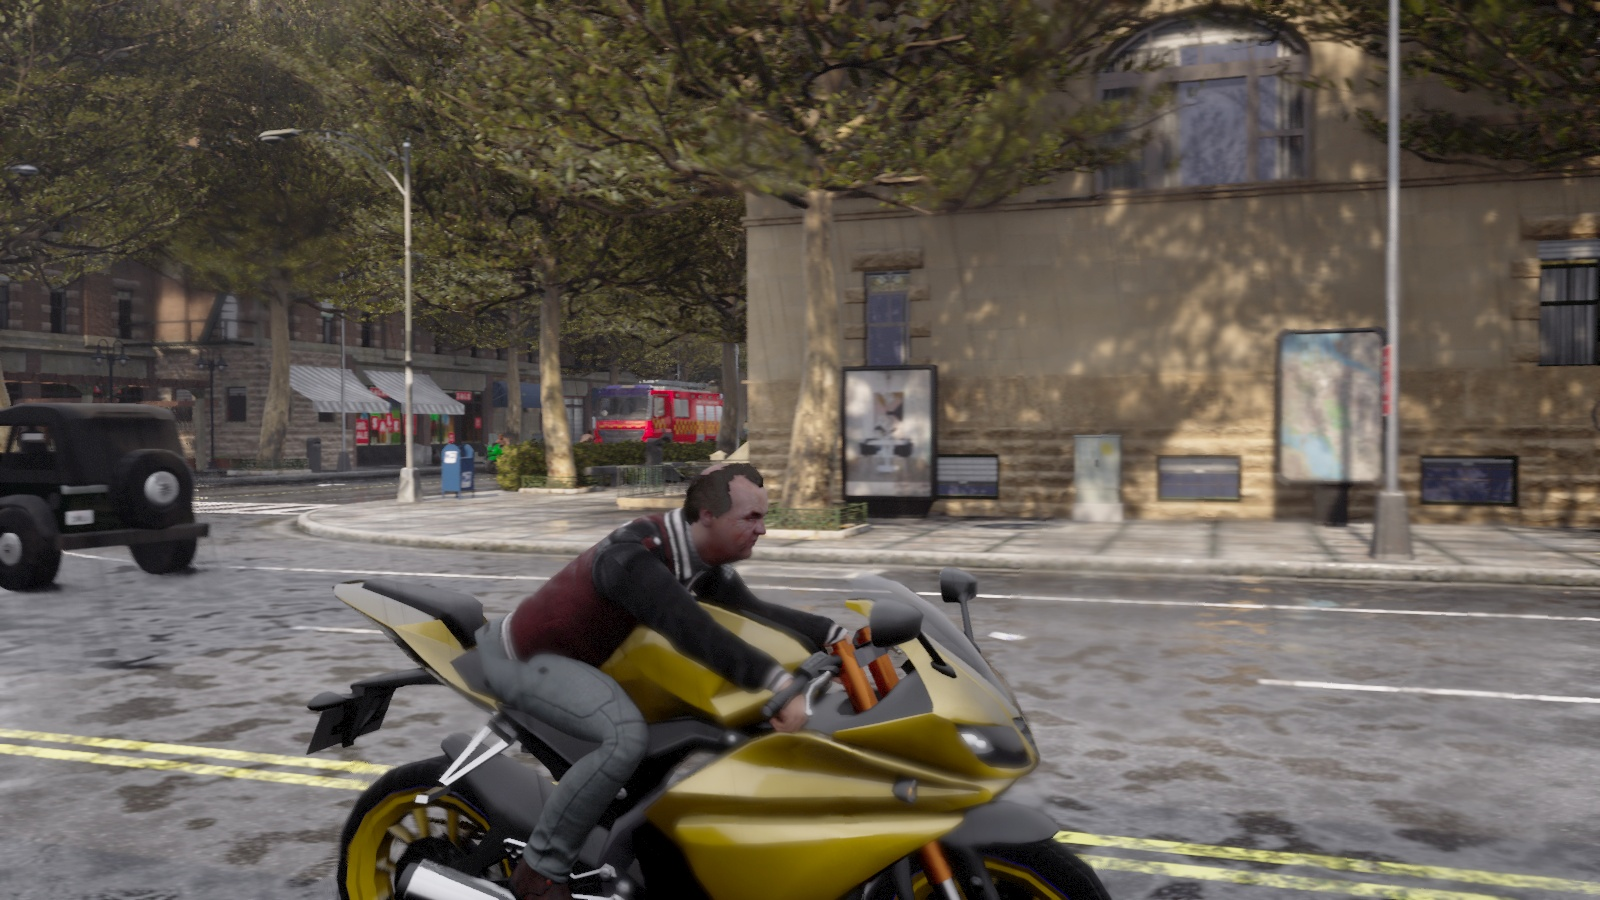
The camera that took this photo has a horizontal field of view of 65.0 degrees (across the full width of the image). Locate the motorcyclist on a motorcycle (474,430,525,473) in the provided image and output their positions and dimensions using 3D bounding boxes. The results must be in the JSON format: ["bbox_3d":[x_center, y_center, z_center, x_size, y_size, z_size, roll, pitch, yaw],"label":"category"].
[{"bbox_3d":[-10.829,0.047,45.290,0.797,1.523,2.044,1,1,19],"label":"motorcyclist on a motorcycle"}]

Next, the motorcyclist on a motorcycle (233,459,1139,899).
[{"bbox_3d":[-0.278,0.808,3.288,2.191,1.530,0.866,0,1,19],"label":"motorcyclist on a motorcycle"}]

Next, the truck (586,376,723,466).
[{"bbox_3d":[-6.506,-1.286,57.951,2.891,3.827,8.468,1,1,19],"label":"truck"}]

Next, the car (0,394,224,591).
[{"bbox_3d":[-8.457,0.373,13.701,3.866,1.878,1.905,1,1,26],"label":"car"}]
